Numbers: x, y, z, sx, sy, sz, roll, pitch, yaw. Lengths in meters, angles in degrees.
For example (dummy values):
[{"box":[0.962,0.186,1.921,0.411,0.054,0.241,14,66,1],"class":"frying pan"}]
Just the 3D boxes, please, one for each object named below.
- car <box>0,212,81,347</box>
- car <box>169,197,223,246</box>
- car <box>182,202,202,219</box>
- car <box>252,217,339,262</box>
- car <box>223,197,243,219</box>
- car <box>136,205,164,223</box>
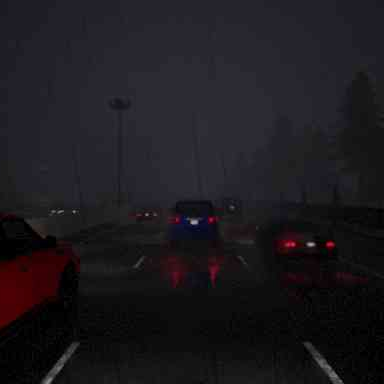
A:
[{"box":[-3.405,1.266,4.621,2.150,2.045,5.566,0,0,0],"class":"car"},{"box":[0.090,1.367,16.256,2.150,2.045,5.566,0,-1,0],"class":"car"},{"box":[-0.075,1.802,33.205,1.837,1.490,4.892,0,0,-2],"class":"car"},{"box":[3.592,1.661,12.556,2.033,1.411,5.357,0,0,0],"class":"car"},{"box":[3.477,1.511,32.267,2.150,2.045,5.566,0,-1,-2],"class":"car"},{"box":[-3.433,1.797,27.743,2.033,1.411,5.357,0,0,0],"class":"car"}]
